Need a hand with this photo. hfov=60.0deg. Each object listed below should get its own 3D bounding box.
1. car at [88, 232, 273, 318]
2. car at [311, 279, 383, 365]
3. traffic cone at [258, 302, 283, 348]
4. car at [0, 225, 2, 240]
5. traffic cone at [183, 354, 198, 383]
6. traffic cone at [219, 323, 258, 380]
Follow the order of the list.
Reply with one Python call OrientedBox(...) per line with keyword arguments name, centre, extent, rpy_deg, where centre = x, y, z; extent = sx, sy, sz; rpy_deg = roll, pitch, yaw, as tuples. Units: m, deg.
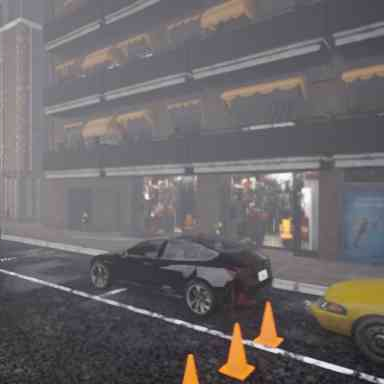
OrientedBox(name="car", centre=(-0.398, 1.548, 7.289), extent=(4.313, 1.339, 1.947), rpy_deg=(0, 0, 36))
OrientedBox(name="car", centre=(4.061, 1.531, 4.105), extent=(4.829, 1.417, 1.752), rpy_deg=(0, 0, 36))
OrientedBox(name="traffic cone", centre=(1.144, 1.948, 5.001), extent=(0.340, 0.580, 0.340), rpy_deg=(0, 0, 36))
OrientedBox(name="car", centre=(-9.592, 1.486, 13.854), extent=(4.403, 1.369, 2.008), rpy_deg=(0, 0, 36))
OrientedBox(name="traffic cone", centre=(-0.018, 1.948, 3.373), extent=(0.340, 0.580, 0.340), rpy_deg=(0, 0, 36))
OrientedBox(name="traffic cone", centre=(0.563, 1.948, 4.187), extent=(0.340, 0.580, 0.340), rpy_deg=(0, 0, 36))
